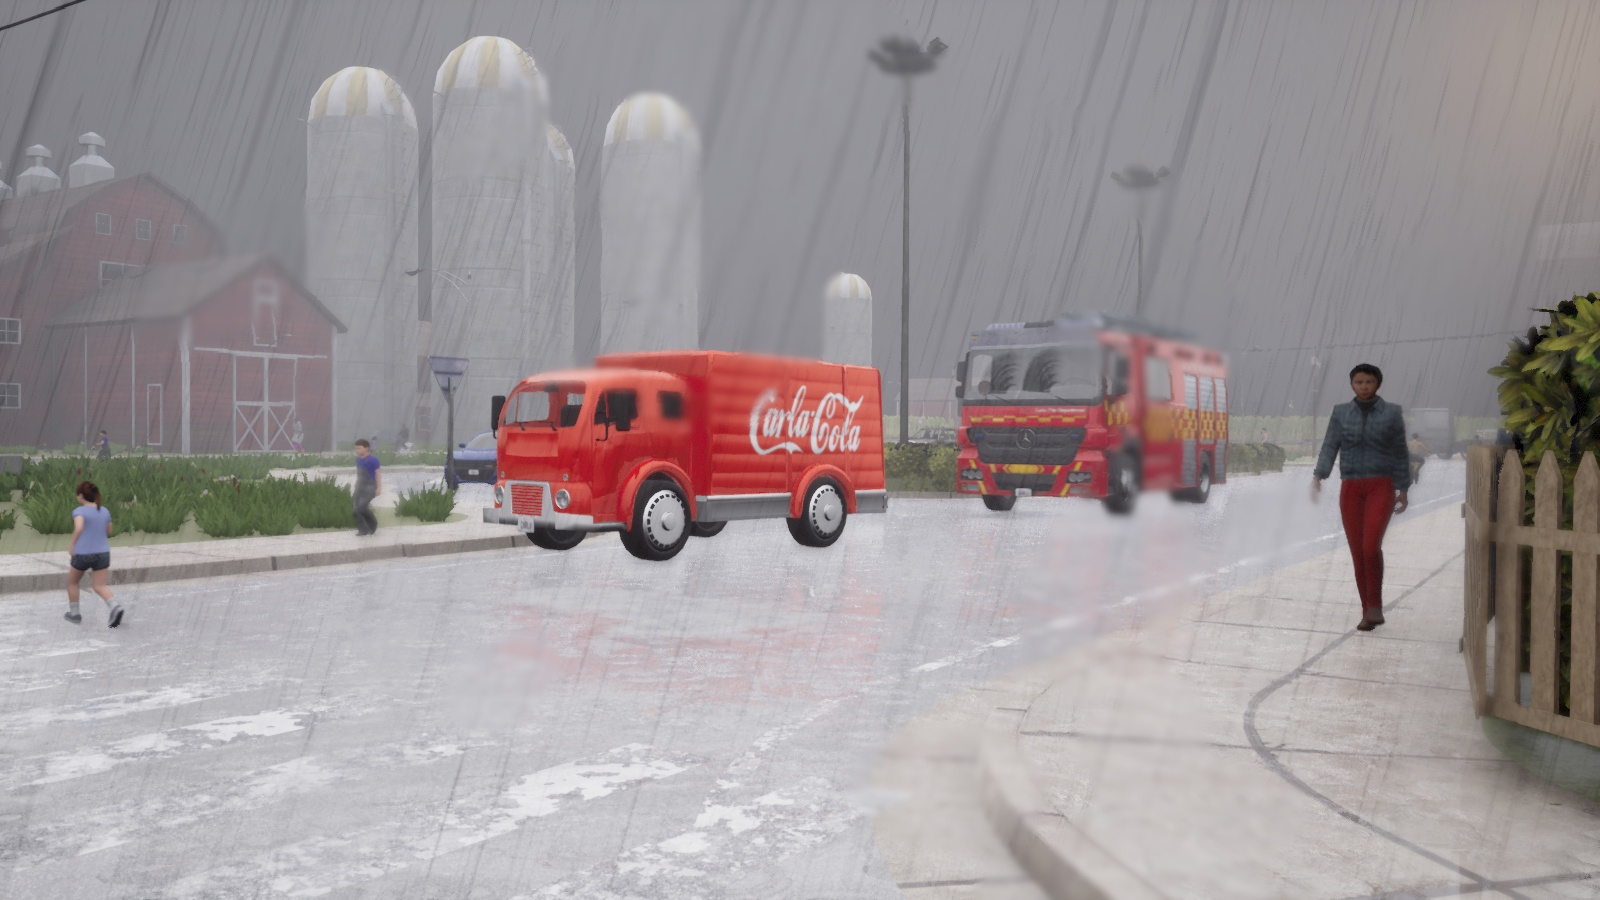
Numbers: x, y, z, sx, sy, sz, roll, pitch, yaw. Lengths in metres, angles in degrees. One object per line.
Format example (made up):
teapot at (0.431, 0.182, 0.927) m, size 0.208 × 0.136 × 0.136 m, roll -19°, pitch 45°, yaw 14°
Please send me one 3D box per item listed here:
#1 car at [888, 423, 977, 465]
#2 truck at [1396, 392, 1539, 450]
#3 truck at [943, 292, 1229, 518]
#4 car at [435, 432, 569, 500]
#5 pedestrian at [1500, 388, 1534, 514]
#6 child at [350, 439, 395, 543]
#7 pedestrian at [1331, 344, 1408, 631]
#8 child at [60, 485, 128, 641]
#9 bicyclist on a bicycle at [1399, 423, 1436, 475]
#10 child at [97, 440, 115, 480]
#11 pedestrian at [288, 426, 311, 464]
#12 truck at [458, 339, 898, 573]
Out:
car at (6.055, -0.285, 57.071) m, size 1.932 × 1.855 × 4.605 m, roll 0°, pitch 1°, yaw 37°
truck at (42.054, -1.774, 79.485) m, size 2.891 × 3.462 × 7.936 m, roll -1°, pitch 0°, yaw -23°
truck at (6.149, -0.840, 25.608) m, size 2.891 × 3.827 × 8.468 m, roll 0°, pitch 1°, yaw 33°
car at (-7.477, 0.339, 32.056) m, size 1.882 × 1.535 × 5.008 m, roll 0°, pitch 1°, yaw 5°
pedestrian at (11.422, 0.010, 20.003) m, size 0.423 × 1.949 × 0.788 m, roll 0°, pitch 1°, yaw 33°
child at (-5.287, 0.502, 15.536) m, size 0.270 × 1.263 × 0.437 m, roll 0°, pitch 1°, yaw 27°
pedestrian at (3.828, 0.237, 8.430) m, size 0.353 × 1.847 × 0.614 m, roll 0°, pitch 1°, yaw 35°
child at (-5.203, 0.817, 9.258) m, size 0.394 × 1.110 × 0.255 m, roll 0°, pitch 1°, yaw 31°
bicyclist on a bicycle at (19.350, -0.045, 39.346) m, size 0.866 × 1.612 × 1.509 m, roll 0°, pitch 1°, yaw 34°
child at (-22.186, 0.320, 40.126) m, size 0.437 × 1.263 × 0.270 m, roll -1°, pitch 1°, yaw -39°
pedestrian at (-25.587, -0.258, 64.163) m, size 0.873 × 1.952 × 0.659 m, roll -1°, pitch 1°, yaw -43°
truck at (-1.368, 0.046, 16.058) m, size 2.627 × 2.467 × 5.204 m, roll 0°, pitch 0°, yaw 41°
